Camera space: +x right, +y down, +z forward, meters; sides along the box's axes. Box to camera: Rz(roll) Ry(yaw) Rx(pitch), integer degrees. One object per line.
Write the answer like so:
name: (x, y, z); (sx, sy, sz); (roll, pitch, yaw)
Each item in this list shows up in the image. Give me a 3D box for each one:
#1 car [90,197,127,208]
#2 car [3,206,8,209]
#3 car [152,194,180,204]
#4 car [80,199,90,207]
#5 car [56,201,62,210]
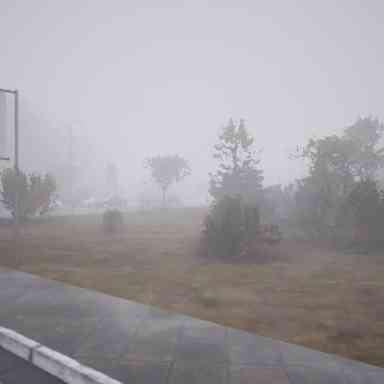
car: (-11.664, 1.413, 47.952); (1.882, 1.535, 5.008); (0, 1, 39)
car: (-20.776, 1.539, 42.136); (2.033, 1.411, 5.357); (0, 0, 39)
car: (-4.185, 1.128, 57.318); (2.097, 1.767, 4.553); (0, 1, 38)
car: (-14.483, 1.462, 50.041); (1.812, 1.442, 4.674); (0, 1, 39)
car: (-17.998, 1.517, 40.005); (1.812, 1.442, 4.674); (0, 0, 39)
